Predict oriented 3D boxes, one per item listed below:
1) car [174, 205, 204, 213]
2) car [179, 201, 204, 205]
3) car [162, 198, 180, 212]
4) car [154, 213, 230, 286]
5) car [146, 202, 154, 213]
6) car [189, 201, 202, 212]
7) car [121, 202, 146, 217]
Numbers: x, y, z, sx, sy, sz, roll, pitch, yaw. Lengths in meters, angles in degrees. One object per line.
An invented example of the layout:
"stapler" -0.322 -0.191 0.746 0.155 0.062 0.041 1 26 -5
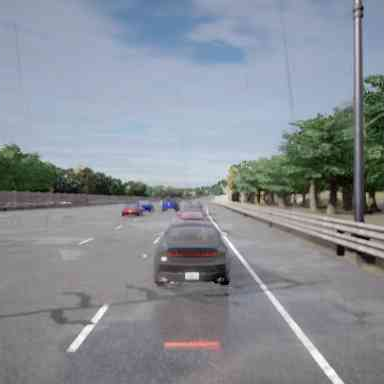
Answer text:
"car" 0.010 1.734 19.645 1.812 1.442 4.674 0 -1 0
"car" 0.044 1.823 29.581 1.837 1.490 4.892 0 -1 1
"car" -2.962 1.801 47.126 2.150 2.045 5.566 0 -1 3
"car" 0.005 1.603 9.687 1.837 1.490 4.892 0 0 0
"car" -6.473 2.071 46.676 1.882 1.535 5.008 0 -1 2
"car" 0.562 2.092 47.473 1.812 1.442 4.674 0 -1 2
"car" -6.713 2.025 37.681 1.994 1.385 4.181 0 -1 -2
